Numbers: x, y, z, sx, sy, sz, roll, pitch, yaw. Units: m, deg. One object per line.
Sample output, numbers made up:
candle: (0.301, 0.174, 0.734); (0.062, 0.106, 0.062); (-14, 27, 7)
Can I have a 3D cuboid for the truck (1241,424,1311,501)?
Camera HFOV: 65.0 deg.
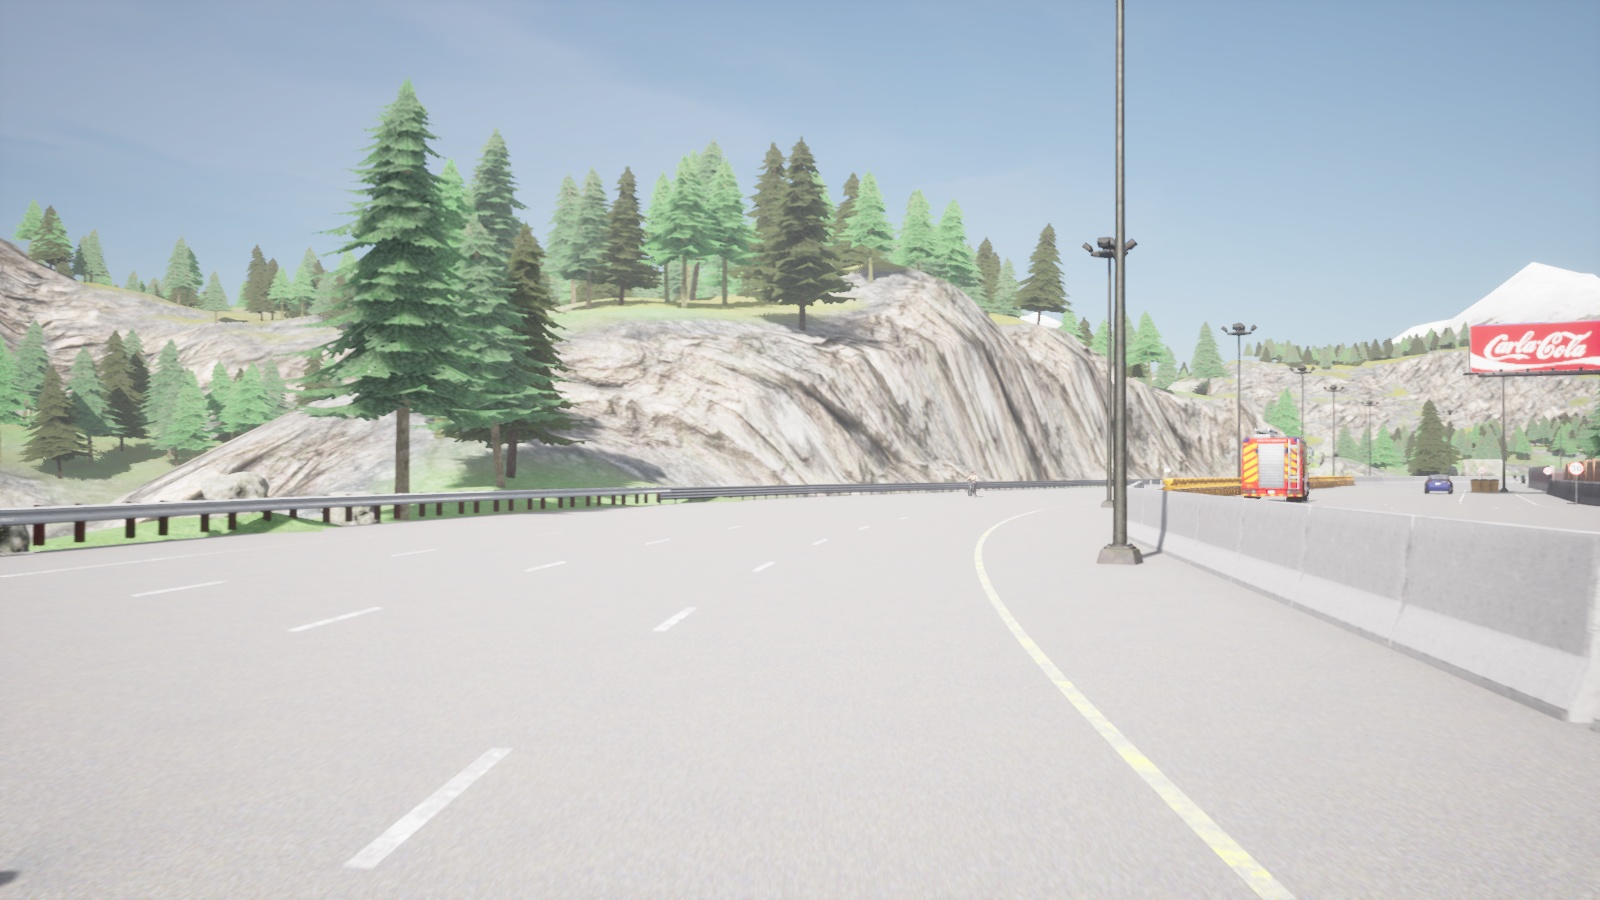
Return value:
truck: (25.533, 0.680, 67.085); (2.891, 3.827, 8.468); (-1, -1, 25)
